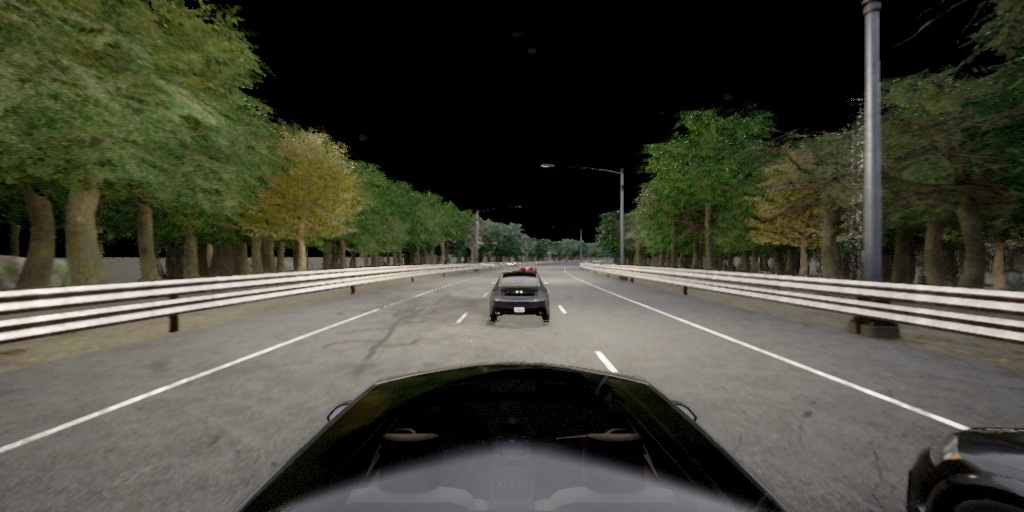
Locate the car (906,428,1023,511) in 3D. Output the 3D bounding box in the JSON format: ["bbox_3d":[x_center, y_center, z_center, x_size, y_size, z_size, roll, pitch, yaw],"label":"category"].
[{"bbox_3d":[3.623,1.317,0.598,1.994,1.385,4.181,0,0,0],"label":"car"}]

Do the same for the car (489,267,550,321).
[{"bbox_3d":[0.267,1.287,12.561,1.837,1.490,4.892,0,0,1],"label":"car"}]

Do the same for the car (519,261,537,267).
[{"bbox_3d":[1.887,1.472,42.392,2.097,1.767,4.553,0,-1,5],"label":"car"}]
